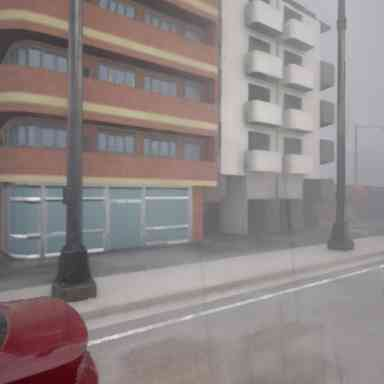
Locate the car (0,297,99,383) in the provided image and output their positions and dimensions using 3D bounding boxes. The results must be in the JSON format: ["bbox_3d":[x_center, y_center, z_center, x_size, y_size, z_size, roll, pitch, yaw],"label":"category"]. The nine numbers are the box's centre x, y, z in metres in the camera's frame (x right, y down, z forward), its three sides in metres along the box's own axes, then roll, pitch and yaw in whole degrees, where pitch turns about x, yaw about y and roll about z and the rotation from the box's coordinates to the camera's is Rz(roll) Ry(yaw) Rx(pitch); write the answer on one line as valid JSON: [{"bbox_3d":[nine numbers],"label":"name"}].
[{"bbox_3d":[-3.079,1.468,1.787,5.008,1.535,1.882,0,0,-35],"label":"car"}]
